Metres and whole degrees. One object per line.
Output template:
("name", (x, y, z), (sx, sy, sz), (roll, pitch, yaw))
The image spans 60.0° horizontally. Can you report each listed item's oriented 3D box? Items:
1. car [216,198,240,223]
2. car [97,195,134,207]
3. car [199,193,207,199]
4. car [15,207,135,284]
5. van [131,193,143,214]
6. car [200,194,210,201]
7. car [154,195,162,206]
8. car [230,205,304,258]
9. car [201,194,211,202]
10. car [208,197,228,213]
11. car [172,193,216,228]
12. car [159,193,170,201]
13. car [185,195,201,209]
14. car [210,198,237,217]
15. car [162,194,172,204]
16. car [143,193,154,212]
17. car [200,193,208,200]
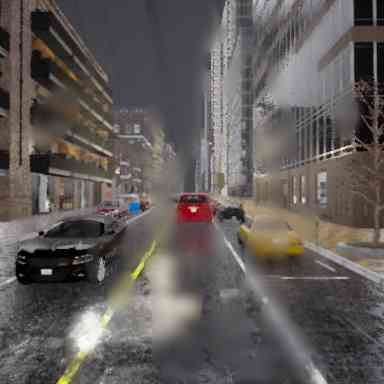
("car", (2.672, 1.384, 23.496), (2.008, 1.369, 4.403), (1, 0, 0))
("car", (-5.672, 1.273, 23.620), (1.967, 1.590, 4.097), (1, 0, 0))
("car", (2.670, 0.986, 80.474), (1.887, 1.381, 4.507), (1, 0, 0))
("car", (-3.099, 1.409, 9.572), (1.882, 1.535, 5.008), (0, 0, 0))
("van", (-5.670, 1.133, 29.317), (1.690, 1.788, 3.998), (1, 0, 0))
("car", (2.671, 1.063, 69.077), (1.887, 1.381, 4.507), (1, 0, 0))
("car", (-5.675, 1.199, 46.241), (1.752, 1.417, 4.829), (1, 0, 0))
("car", (2.673, 1.438, 12.270), (1.752, 1.417, 4.829), (1, 0, 0))
("car", (2.670, 1.139, 63.379), (1.802, 1.307, 4.206), (1, 0, 0))
("car", (2.672, 1.277, 35.061), (1.752, 1.417, 4.829), (1, 0, 0))
("car", (0.098, 1.073, 20.906), (2.150, 2.045, 5.566), (0, 0, 0))
("car", (-5.676, 1.044, 69.031), (1.752, 1.417, 4.829), (1, 0, 0))
("car", (0.100, 1.212, 41.580), (1.837, 1.490, 4.892), (0, 1, 0))
("car", (2.672, 1.338, 29.193), (1.887, 1.381, 4.507), (1, 0, 0))
("car", (-3.068, 1.197, 52.293), (1.994, 1.385, 4.181), (0, 0, 0))
("car", (-5.670, 1.067, 35.014), (2.192, 1.841, 5.009), (1, 0, 0))
("car", (2.671, 1.004, 74.946), (1.752, 1.417, 4.829), (1, 0, 0))
